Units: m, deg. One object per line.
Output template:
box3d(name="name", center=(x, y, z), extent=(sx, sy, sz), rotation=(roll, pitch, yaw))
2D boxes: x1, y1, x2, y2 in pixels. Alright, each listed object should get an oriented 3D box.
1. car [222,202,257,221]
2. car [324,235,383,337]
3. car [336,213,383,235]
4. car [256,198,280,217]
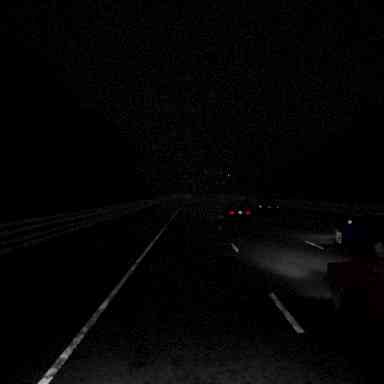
box3d(name="car", center=(3.602, 1.592, 27.381), extent=(2.033, 1.411, 5.357), rotation=(0, 0, 0))
box3d(name="car", center=(3.589, 1.608, 4.598), extent=(1.895, 1.301, 4.718), rotation=(0, 0, 0))
box3d(name="car", center=(7.099, 1.497, 12.318), extent=(1.882, 1.535, 5.008), rotation=(0, 0, 0))
box3d(name="car", center=(7.099, 1.404, 32.581), extent=(2.097, 1.767, 4.553), rotation=(0, 0, 0))
